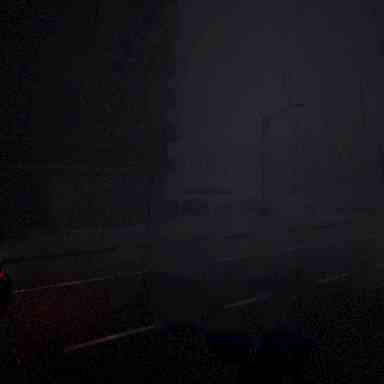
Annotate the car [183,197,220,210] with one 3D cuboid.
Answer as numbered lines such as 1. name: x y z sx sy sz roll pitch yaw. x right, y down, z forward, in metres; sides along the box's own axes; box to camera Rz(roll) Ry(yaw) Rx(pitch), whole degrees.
1. car: 1.008 1.492 42.218 2.033 1.411 5.357 0 0 -37

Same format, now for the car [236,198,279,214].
1. car: 6.707 1.436 34.307 2.128 1.511 4.902 0 0 -38

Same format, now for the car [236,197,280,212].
1. car: 7.650 1.436 38.947 2.128 1.511 4.902 0 0 -37

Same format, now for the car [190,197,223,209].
1. car: 1.936 1.470 46.369 1.812 1.442 4.674 0 0 -41

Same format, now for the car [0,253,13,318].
1. car: -5.278 1.478 4.501 5.008 1.535 1.882 0 0 -36
